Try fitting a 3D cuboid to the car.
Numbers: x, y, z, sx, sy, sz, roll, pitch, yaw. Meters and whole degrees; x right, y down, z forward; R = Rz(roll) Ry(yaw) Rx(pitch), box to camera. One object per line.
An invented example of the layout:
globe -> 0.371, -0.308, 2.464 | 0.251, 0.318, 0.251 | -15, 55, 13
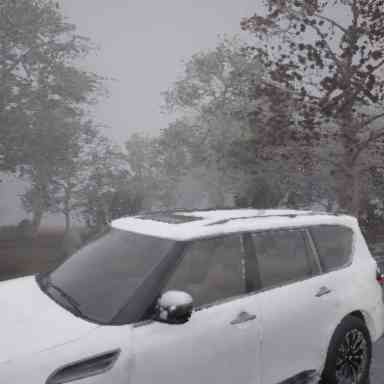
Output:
car -> -0.092, 1.243, 3.619 | 5.566, 2.045, 2.150 | 1, 0, -35
